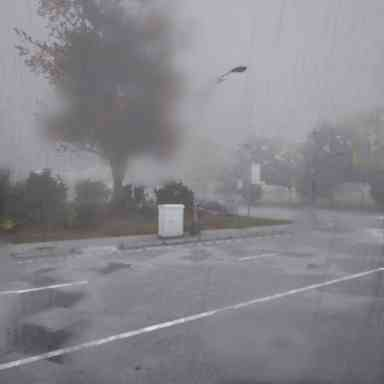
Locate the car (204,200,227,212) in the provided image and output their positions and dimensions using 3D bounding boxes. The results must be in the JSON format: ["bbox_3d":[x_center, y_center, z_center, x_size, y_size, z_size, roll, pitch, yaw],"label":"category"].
[{"bbox_3d":[3.368,1.777,43.349,2.033,1.411,5.357,1,0,-33],"label":"car"}]
